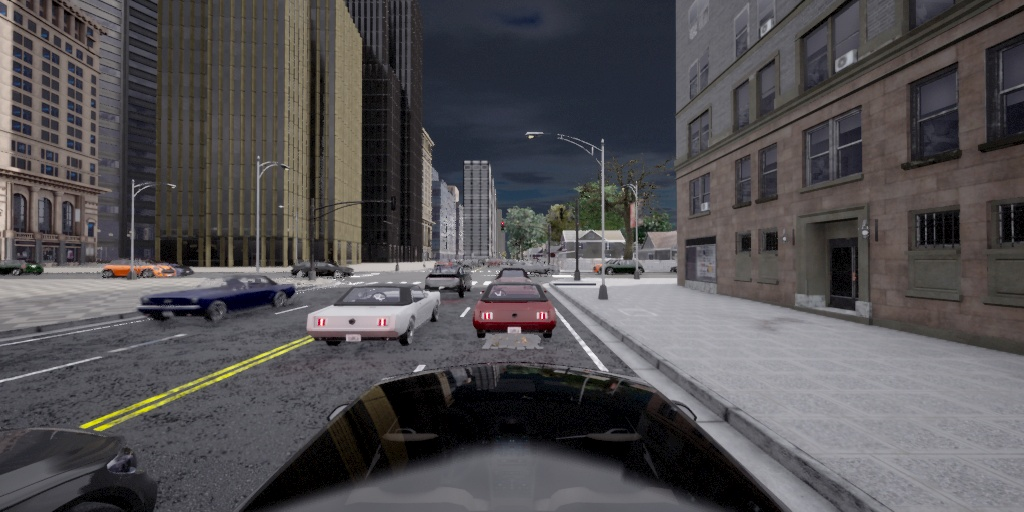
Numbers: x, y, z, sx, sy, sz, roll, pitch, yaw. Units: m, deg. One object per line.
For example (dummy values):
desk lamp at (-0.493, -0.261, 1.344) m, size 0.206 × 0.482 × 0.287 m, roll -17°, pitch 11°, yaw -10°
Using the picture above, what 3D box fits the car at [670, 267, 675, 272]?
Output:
car at (21.099, 1.353, 41.137) m, size 5.357 × 1.411 × 2.033 m, roll 0°, pitch -1°, yaw 0°

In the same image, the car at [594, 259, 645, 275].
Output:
car at (11.505, 1.124, 37.922) m, size 4.553 × 1.767 × 2.097 m, roll 0°, pitch -1°, yaw 0°

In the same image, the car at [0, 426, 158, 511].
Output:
car at (-3.142, 1.275, 0.256) m, size 1.812 × 1.442 × 4.674 m, roll 0°, pitch 0°, yaw 0°

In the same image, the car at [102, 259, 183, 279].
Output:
car at (-31.461, 1.059, 30.385) m, size 4.553 × 1.767 × 2.097 m, roll 0°, pitch -1°, yaw -5°

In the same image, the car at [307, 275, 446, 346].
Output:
car at (-3.176, 1.352, 9.398) m, size 1.895 × 1.301 × 4.718 m, roll 0°, pitch 0°, yaw 0°

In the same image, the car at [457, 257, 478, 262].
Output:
car at (-6.738, 1.258, 54.386) m, size 1.837 × 1.490 × 4.892 m, roll 0°, pitch 0°, yaw 0°

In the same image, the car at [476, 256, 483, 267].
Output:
car at (-6.739, 1.258, 64.525) m, size 1.837 × 1.490 × 4.892 m, roll 0°, pitch 0°, yaw 0°

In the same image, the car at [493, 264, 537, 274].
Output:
car at (0.049, 1.316, 18.875) m, size 1.994 × 1.385 × 4.181 m, roll 0°, pitch 0°, yaw 0°

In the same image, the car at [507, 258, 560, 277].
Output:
car at (2.136, 1.227, 34.513) m, size 4.902 × 1.511 × 2.128 m, roll 0°, pitch -1°, yaw 0°

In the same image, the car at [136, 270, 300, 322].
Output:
car at (-9.816, 1.352, 12.455) m, size 1.895 × 1.301 × 4.718 m, roll 0°, pitch 0°, yaw 1°

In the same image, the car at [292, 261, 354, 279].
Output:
car at (-16.378, 1.184, 31.189) m, size 5.008 × 1.535 × 1.882 m, roll 0°, pitch -1°, yaw -2°

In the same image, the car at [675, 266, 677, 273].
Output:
car at (20.462, 1.264, 37.889) m, size 4.902 × 1.511 × 2.128 m, roll 0°, pitch -1°, yaw 0°

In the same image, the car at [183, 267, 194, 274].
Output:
car at (-32.500, 1.303, 33.561) m, size 4.181 × 1.385 × 1.994 m, roll 0°, pitch -1°, yaw -5°

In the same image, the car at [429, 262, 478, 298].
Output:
car at (-3.198, 1.243, 18.652) m, size 2.128 × 1.511 × 4.902 m, roll 0°, pitch 0°, yaw 0°

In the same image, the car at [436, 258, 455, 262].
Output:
car at (-9.987, 1.105, 52.560) m, size 2.097 × 1.767 × 4.553 m, roll 0°, pitch 0°, yaw 0°

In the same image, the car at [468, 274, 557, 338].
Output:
car at (0.058, 1.351, 10.118) m, size 1.895 × 1.301 × 4.718 m, roll 0°, pitch 0°, yaw 0°
